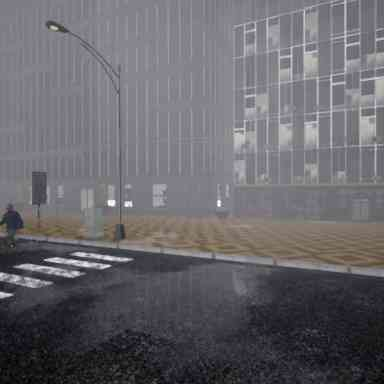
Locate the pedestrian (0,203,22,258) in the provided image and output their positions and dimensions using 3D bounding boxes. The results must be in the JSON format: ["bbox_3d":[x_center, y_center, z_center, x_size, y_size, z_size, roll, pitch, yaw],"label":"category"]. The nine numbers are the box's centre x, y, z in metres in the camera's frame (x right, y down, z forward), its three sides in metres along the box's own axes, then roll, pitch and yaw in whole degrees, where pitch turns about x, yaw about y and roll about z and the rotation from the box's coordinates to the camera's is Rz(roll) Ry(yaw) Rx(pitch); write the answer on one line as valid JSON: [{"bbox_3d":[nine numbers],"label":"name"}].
[{"bbox_3d":[-5.906,1.222,10.797,0.375,1.860,0.375,0,0,28],"label":"pedestrian"}]
